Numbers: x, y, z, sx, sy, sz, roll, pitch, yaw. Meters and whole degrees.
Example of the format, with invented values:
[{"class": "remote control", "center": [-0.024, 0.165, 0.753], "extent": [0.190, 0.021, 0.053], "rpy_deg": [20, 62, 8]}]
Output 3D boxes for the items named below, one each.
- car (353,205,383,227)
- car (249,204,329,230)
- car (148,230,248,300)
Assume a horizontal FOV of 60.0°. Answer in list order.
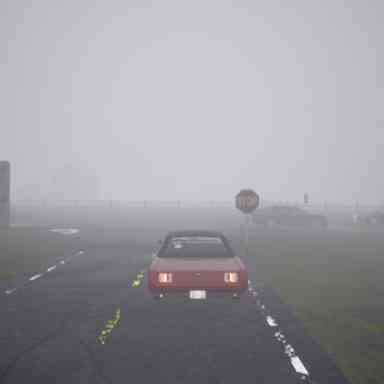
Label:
[{"class": "car", "center": [14.320, 1.709, 24.234], "extent": [4.902, 1.511, 2.128], "rpy_deg": [1, -1, 0]}, {"class": "car", "center": [6.161, 1.570, 21.247], "extent": [4.892, 1.490, 1.837], "rpy_deg": [1, -1, 0]}, {"class": "car", "center": [0.074, 1.600, 8.346], "extent": [1.895, 1.301, 4.718], "rpy_deg": [0, 0, -1]}]
